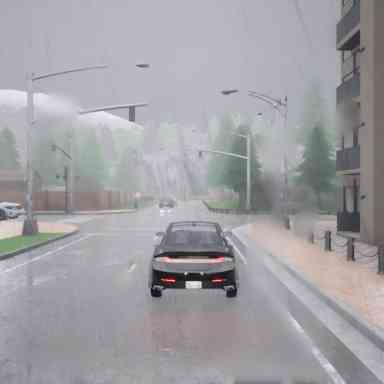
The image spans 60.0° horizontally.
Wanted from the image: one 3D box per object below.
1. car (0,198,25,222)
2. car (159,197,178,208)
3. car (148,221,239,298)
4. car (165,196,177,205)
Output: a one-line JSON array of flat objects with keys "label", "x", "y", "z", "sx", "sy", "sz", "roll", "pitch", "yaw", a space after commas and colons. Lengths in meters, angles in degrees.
[{"label": "car", "x": -16.177, "y": 1.207, "z": 25.970, "sx": 5.566, "sy": 2.045, "sz": 2.150, "roll": 0, "pitch": 0, "yaw": -2}, {"label": "car", "x": -3.609, "y": 1.491, "z": 47.846, "sx": 2.128, "sy": 1.511, "sz": 4.902, "roll": 0, "pitch": 0, "yaw": 0}, {"label": "car", "x": 0.052, "y": 1.492, "z": 8.534, "sx": 2.128, "sy": 1.511, "sz": 4.902, "roll": 0, "pitch": 0, "yaw": 0}, {"label": "car", "x": -3.601, "y": 1.526, "z": 57.948, "sx": 1.812, "sy": 1.442, "sz": 4.674, "roll": 0, "pitch": 0, "yaw": 0}]
